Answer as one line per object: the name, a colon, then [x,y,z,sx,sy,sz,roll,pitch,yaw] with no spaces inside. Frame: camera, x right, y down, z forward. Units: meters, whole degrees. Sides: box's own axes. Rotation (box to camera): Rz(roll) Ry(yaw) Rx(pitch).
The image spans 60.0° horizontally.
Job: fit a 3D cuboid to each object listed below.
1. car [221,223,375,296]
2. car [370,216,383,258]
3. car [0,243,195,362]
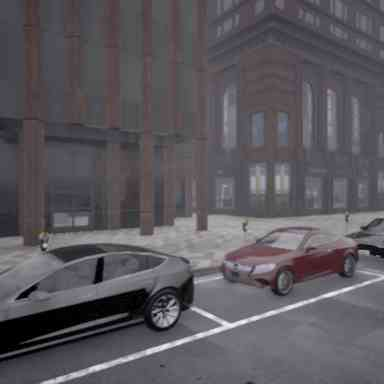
car: [2.659,1.570,8.547,4.206,1.307,1.802,0,0,-36]
car: [7.247,1.546,11.821,4.313,1.339,1.947,0,0,-36]
car: [-1.931,1.564,5.273,4.313,1.339,1.947,0,0,-36]
